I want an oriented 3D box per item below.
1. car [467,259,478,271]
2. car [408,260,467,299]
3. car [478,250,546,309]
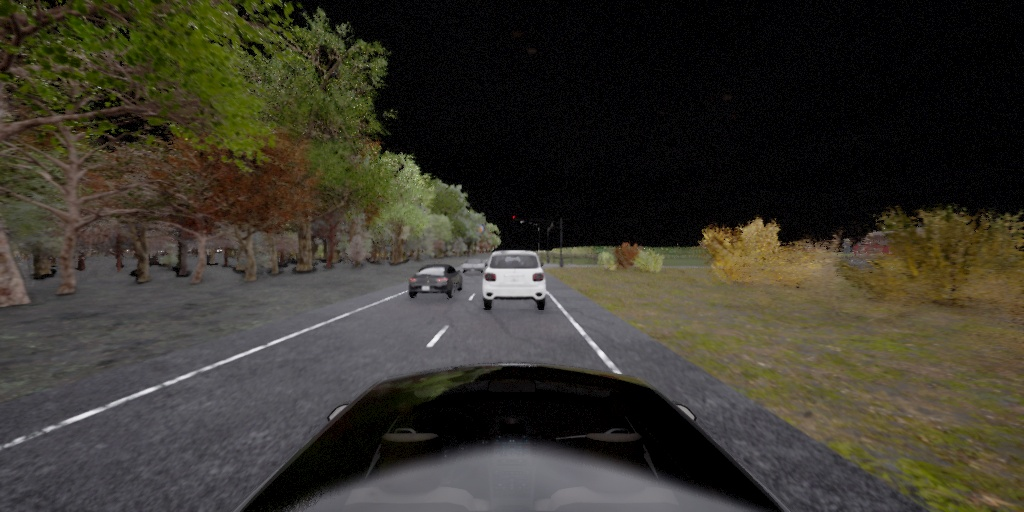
[{"bbox_3d":[-3.410,0.902,33.389,1.895,1.301,4.718,0,1,0],"label":"car"},{"bbox_3d":[-3.407,1.067,16.501,1.812,1.442,4.674,0,1,0],"label":"car"},{"bbox_3d":[0.090,0.798,14.068,2.150,2.045,5.566,0,1,0],"label":"car"}]
